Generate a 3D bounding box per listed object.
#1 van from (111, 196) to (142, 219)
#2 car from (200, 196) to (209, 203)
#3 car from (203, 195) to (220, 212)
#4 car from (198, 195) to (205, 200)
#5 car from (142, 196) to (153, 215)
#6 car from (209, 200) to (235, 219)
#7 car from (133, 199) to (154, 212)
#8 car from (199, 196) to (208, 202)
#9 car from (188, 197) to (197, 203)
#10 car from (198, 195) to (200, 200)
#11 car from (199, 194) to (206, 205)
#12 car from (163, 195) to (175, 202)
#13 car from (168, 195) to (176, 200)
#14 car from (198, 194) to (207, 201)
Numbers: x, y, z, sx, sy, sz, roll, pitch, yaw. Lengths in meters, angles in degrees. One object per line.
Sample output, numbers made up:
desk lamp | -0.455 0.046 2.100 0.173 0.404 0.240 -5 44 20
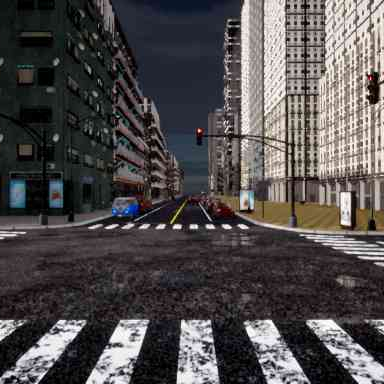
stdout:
van | -5.696 1.351 28.445 1.690 1.788 3.998 0 0 0
car | 2.662 1.590 72.669 1.887 1.381 4.507 0 0 0
car | 2.679 1.455 39.504 1.967 1.590 4.097 0 0 0
car | 2.651 1.655 94.780 1.802 1.307 4.206 0 0 0
car | -5.698 1.327 33.973 2.192 1.841 5.009 0 0 0
car | 2.684 1.591 28.448 1.802 1.307 4.206 0 0 0
car | -5.702 1.560 39.501 1.887 1.381 4.507 0 0 0
car | 2.660 1.633 78.197 1.802 1.307 4.206 0 0 0
car | 0.066 1.643 69.749 1.895 1.301 4.718 0 0 0
car | 2.665 1.590 67.142 2.008 1.369 4.403 0 0 0
car | 2.671 1.468 56.086 1.967 1.590 4.097 0 0 0
car | -5.720 1.492 78.193 1.967 1.590 4.097 0 0 0
car | -5.729 1.639 94.777 1.947 1.339 4.313 0 0 0
car | 2.659 1.373 83.725 2.192 1.841 5.009 0 0 0
